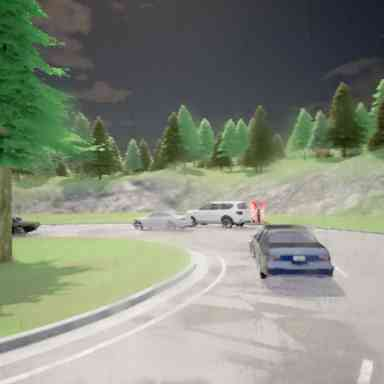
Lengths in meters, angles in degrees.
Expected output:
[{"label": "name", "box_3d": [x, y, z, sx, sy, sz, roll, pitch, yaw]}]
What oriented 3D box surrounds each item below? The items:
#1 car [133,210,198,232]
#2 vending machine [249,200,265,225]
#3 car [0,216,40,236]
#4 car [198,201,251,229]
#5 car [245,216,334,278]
[{"label": "car", "box_3d": [-2.213, 2.126, 24.849, 4.674, 1.442, 1.812, -2, -2, 27]}, {"label": "vending machine", "box_3d": [5.625, 1.748, 28.860, 0.880, 2.100, 1.100, -2, -2, 38]}, {"label": "car", "box_3d": [-12.980, 2.337, 22.497, 4.718, 1.301, 1.895, -1, -1, -14]}, {"label": "car", "box_3d": [1.974, 1.786, 26.525, 5.566, 2.045, 2.150, -2, -2, 35]}, {"label": "car", "box_3d": [2.960, 1.744, 10.751, 2.033, 1.411, 5.357, -1, -1, 7]}]
